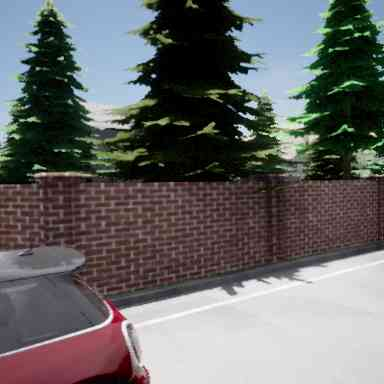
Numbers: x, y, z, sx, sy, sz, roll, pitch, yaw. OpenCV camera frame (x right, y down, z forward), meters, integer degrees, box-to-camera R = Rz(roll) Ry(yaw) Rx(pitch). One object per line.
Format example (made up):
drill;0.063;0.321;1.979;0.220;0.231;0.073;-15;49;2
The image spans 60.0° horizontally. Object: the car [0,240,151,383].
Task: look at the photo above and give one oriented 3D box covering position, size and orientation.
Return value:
car;-2.621;1.351;2.240;4.553;1.767;2.097;-2;1;-33
